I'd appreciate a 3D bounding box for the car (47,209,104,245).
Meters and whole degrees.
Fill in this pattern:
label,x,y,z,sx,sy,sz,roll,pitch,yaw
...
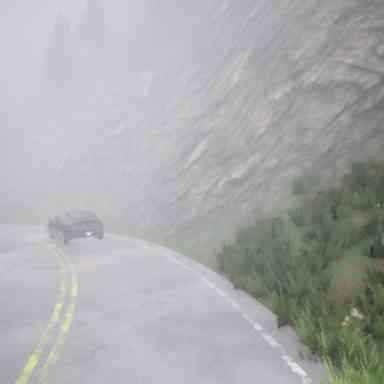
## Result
label,x,y,z,sx,sy,sz,roll,pitch,yaw
car,-6.014,1.659,16.928,1.837,1.490,4.892,-4,2,-34
